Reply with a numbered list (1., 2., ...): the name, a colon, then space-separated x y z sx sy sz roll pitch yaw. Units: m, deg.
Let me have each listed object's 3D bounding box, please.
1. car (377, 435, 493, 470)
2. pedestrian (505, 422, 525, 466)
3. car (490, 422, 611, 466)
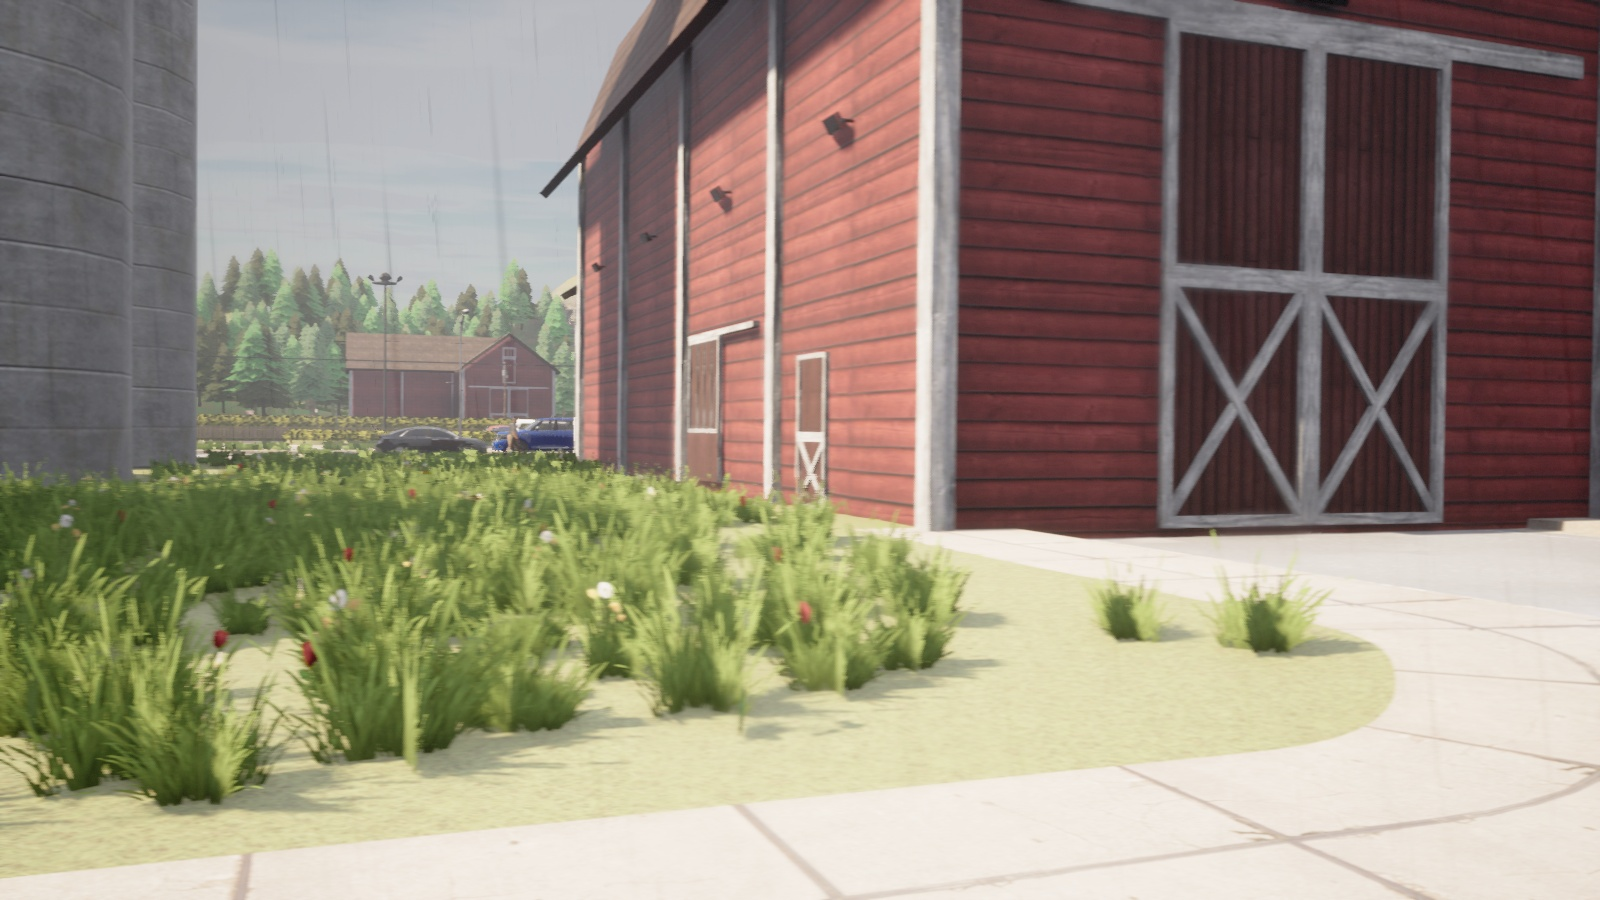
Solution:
1. car: -16.513 0.084 56.774 4.892 1.490 1.837 -1 1 -21
2. pedestrian: -12.262 -0.267 54.038 0.694 1.848 0.540 -1 1 0
3. car: -12.341 -0.334 62.097 5.566 2.045 2.150 -1 1 -21
